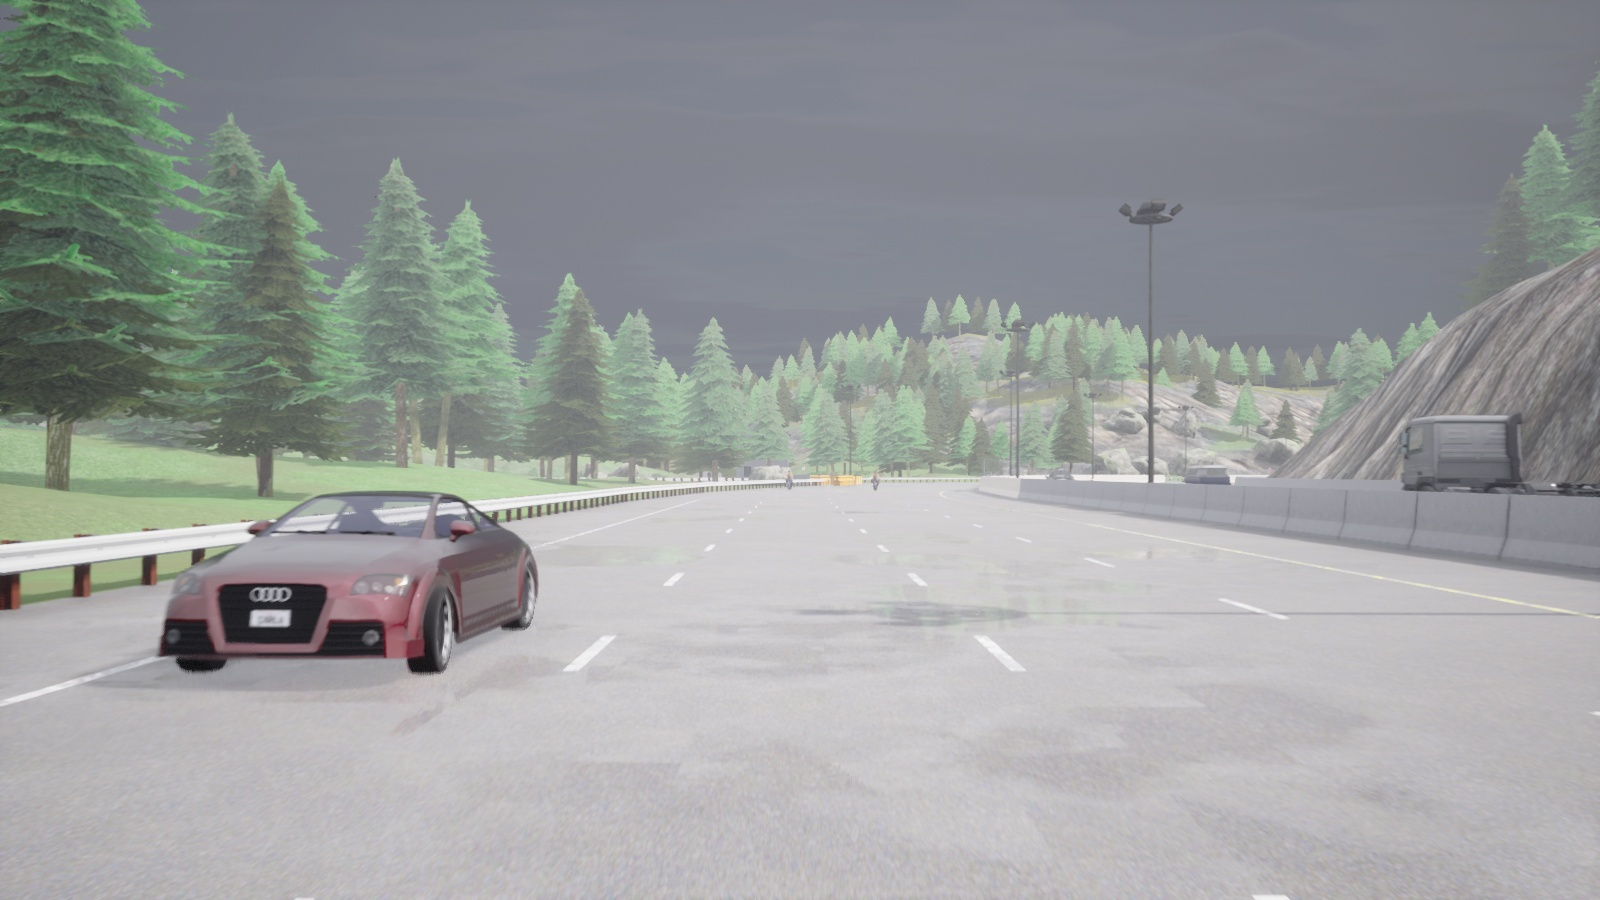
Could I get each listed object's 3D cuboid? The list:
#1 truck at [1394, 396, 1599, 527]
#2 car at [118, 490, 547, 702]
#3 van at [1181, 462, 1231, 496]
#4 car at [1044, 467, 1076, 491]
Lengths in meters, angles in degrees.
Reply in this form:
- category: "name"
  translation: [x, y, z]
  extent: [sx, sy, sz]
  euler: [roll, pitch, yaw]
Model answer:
- category: "truck"
  translation: [20.906, 0.370, 37.122]
  extent: [2.891, 3.462, 7.936]
  euler: [0, -1, 0]
- category: "car"
  translation: [-3.649, 1.074, 10.748]
  extent: [1.994, 1.385, 4.181]
  euler: [-1, -1, 2]
- category: "van"
  translation: [24.673, 1.748, 76.413]
  extent: [1.775, 1.987, 4.442]
  euler: [0, -1, 3]
- category: "car"
  translation: [19.551, 2.178, 94.594]
  extent: [2.097, 1.767, 4.553]
  euler: [0, -1, 8]
